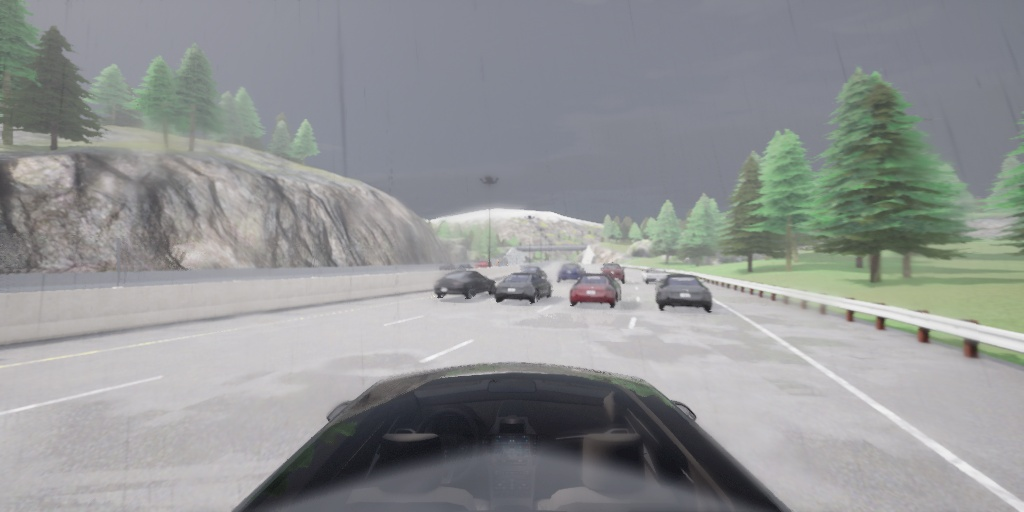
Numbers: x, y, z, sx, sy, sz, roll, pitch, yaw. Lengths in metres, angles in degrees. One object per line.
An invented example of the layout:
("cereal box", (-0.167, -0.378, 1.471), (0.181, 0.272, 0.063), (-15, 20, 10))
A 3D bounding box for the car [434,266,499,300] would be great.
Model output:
("car", (-2.464, 1.488, 19.501), (1.812, 1.442, 4.674), (0, 0, 20))

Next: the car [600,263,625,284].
("car", (8.858, 1.436, 31.703), (2.097, 1.767, 4.553), (0, -1, 16))

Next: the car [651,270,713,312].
("car", (7.194, 1.461, 15.346), (1.994, 1.385, 4.181), (0, -1, 20))

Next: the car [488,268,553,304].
("car", (0.676, 1.503, 17.901), (1.994, 1.385, 4.181), (0, -1, 20))

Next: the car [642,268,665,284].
("car", (12.170, 1.667, 30.540), (1.895, 1.301, 4.718), (0, -1, 16))

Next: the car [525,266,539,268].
("car", (1.901, 1.658, 32.804), (2.033, 1.411, 5.357), (0, -1, 16))

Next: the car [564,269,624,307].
("car", (3.930, 1.482, 16.611), (1.994, 1.385, 4.181), (0, -1, 20))

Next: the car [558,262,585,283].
("car", (5.501, 1.454, 32.693), (2.097, 1.767, 4.553), (0, -1, 16))
